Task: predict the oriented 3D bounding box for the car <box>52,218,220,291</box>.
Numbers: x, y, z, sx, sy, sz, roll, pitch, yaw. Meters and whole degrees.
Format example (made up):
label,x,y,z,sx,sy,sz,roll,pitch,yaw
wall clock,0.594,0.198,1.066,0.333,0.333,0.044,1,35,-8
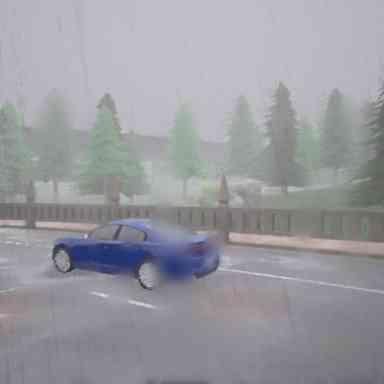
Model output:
label,x,y,z,sx,sy,sz,roll,pitch,yaw
car,-1.685,1.457,8.998,5.008,1.535,1.882,0,0,32
